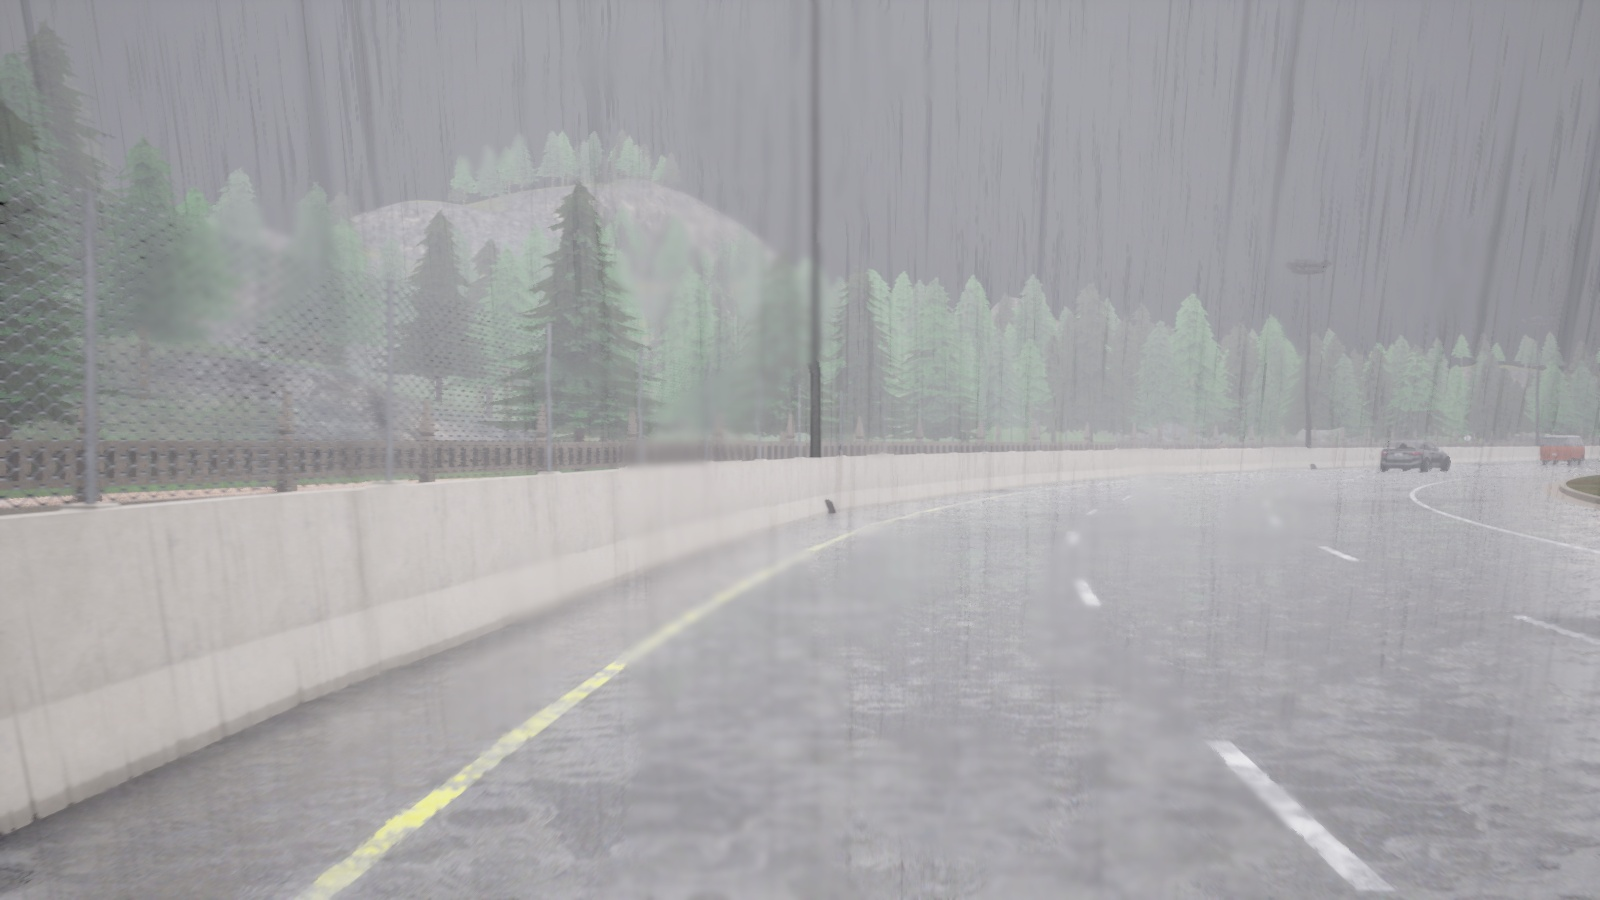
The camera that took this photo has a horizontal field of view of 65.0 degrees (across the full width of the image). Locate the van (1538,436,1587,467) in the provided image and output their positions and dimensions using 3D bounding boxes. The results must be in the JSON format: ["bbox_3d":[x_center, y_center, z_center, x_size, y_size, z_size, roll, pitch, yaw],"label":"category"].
[{"bbox_3d":[50.610,0.098,83.287,1.775,1.987,4.442,0,0,45],"label":"van"}]

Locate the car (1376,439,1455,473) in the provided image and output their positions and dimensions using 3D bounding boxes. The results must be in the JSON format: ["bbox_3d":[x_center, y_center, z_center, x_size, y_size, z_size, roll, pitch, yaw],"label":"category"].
[{"bbox_3d":[31.411,0.272,64.034,4.611,1.667,2.242,0,0,-45],"label":"car"}]
